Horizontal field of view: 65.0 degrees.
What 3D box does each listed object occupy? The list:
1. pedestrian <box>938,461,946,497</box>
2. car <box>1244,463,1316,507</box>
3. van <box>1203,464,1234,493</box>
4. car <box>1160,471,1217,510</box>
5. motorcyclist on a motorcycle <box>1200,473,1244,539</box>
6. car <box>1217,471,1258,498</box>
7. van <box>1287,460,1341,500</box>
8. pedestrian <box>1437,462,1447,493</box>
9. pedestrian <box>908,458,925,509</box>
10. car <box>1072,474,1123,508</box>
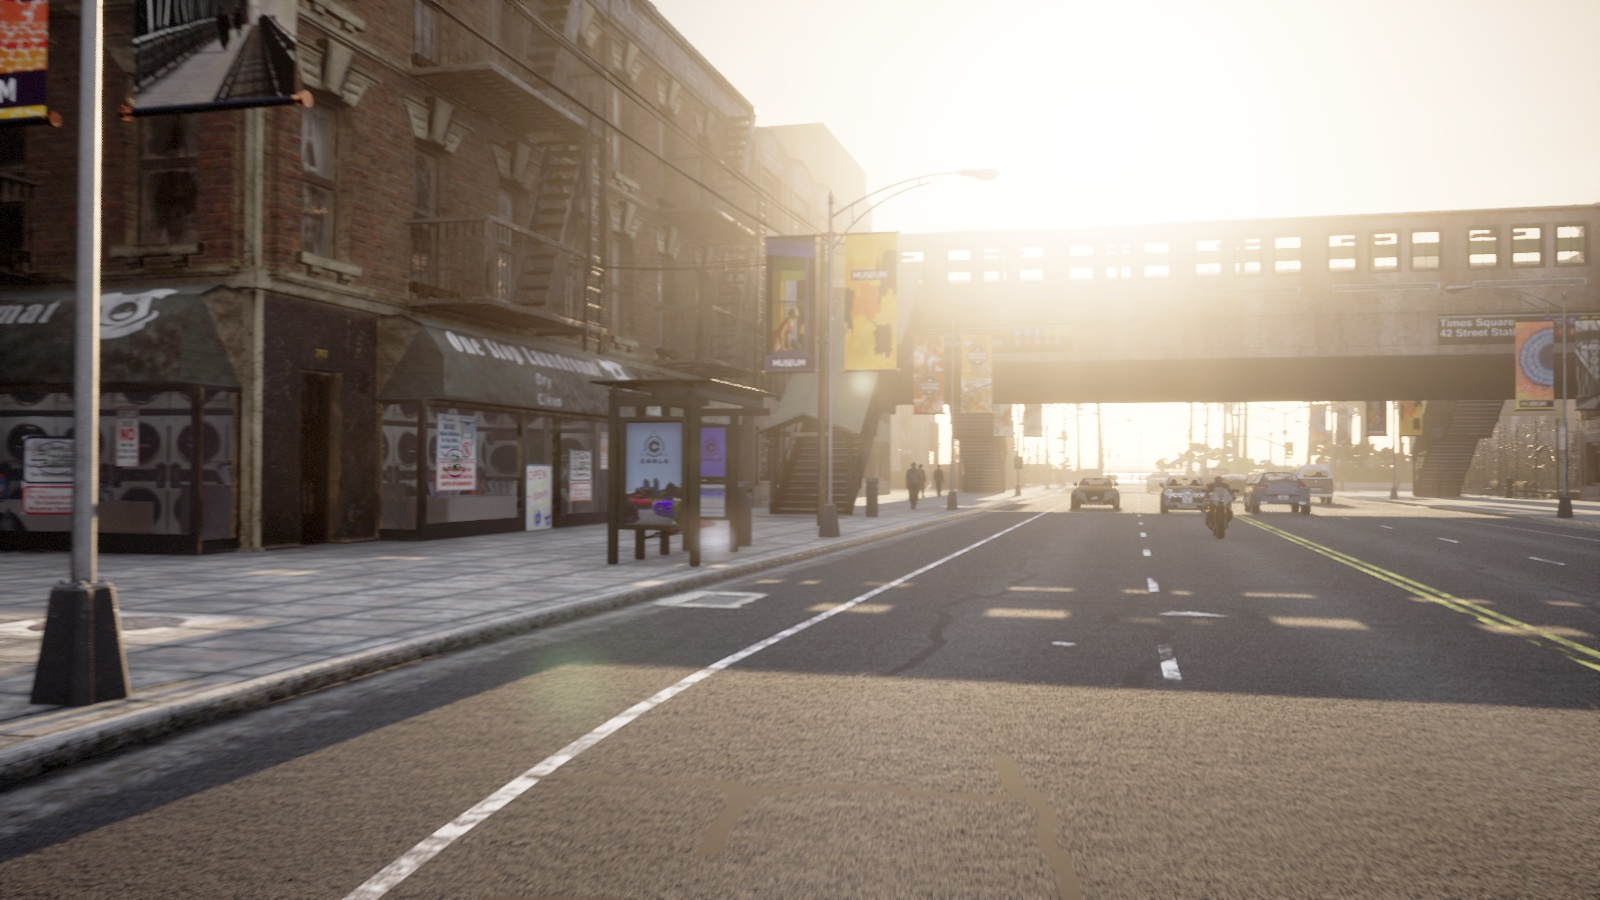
[{"bbox_3d":[7.777,1.604,68.915,0.423,1.949,0.788,0,-1,5],"label":"pedestrian"},{"bbox_3d":[18.988,1.375,49.885,2.152,1.651,5.027,0,-1,15],"label":"car"},{"bbox_3d":[29.225,1.956,87.808,1.775,1.987,4.442,0,-1,15],"label":"van"},{"bbox_3d":[15.169,1.560,49.132,1.970,1.475,3.806,0,-1,15],"label":"car"},{"bbox_3d":[10.195,1.330,30.419,0.866,1.530,2.191,0,-1,15],"label":"motorcyclist on a motorcycle"},{"bbox_3d":[24.969,1.952,71.837,1.837,1.490,4.892,0,-1,15],"label":"car"},{"bbox_3d":[27.129,1.574,66.409,2.069,2.038,4.480,0,-1,15],"label":"van"},{"bbox_3d":[37.015,1.579,72.405,0.328,1.805,0.869,0,-1,17],"label":"pedestrian"},{"bbox_3d":[4.248,1.226,45.777,0.540,1.848,0.694,0,-1,9],"label":"pedestrian"},{"bbox_3d":[12.822,1.746,53.918,1.994,1.385,4.181,0,-1,15],"label":"car"}]
